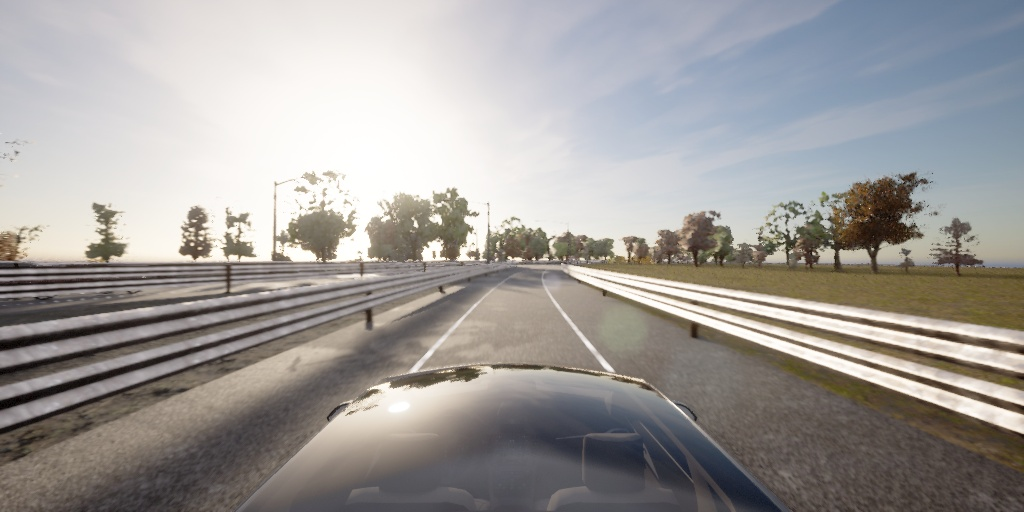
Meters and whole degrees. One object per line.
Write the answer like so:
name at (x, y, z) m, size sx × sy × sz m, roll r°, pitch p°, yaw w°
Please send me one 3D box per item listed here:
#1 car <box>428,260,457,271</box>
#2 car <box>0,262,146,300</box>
car at (-10.280, 1.413, 51.237) m, size 2.128 × 1.511 × 4.902 m, roll 0°, pitch -1°, yaw 15°
car at (-18.883, 1.036, 15.522) m, size 1.812 × 1.442 × 4.674 m, roll 0°, pitch -1°, yaw 12°
